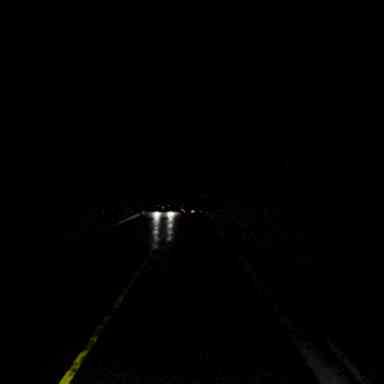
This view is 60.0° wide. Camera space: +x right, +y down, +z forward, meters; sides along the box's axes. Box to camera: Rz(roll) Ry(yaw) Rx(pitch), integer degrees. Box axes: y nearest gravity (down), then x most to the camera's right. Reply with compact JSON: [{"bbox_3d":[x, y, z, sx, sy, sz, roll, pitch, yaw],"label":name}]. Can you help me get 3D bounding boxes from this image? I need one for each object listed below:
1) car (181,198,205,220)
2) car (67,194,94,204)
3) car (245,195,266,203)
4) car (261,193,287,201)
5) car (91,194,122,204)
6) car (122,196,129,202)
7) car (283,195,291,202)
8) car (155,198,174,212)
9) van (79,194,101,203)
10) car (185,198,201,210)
[{"bbox_3d":[0.092,1.501,27.414,2.033,1.411,5.357,0,0,1],"label":"car"},{"bbox_3d":[-20.967,1.367,59.726,5.009,1.841,2.192,-1,1,0],"label":"car"},{"bbox_3d":[11.684,1.272,59.666,4.313,1.339,1.947,-1,1,0],"label":"car"},{"bbox_3d":[16.734,1.060,68.180,4.829,1.417,1.752,-1,1,0],"label":"car"},{"bbox_3d":[-15.284,1.578,59.722,4.206,1.307,1.802,-1,1,0],"label":"car"},{"bbox_3d":[-15.448,1.409,68.245,4.829,1.417,1.752,-1,1,0],"label":"car"},{"bbox_3d":[17.063,1.195,59.656,4.403,1.369,2.008,-1,1,0],"label":"car"},{"bbox_3d":[-3.041,1.423,37.727,1.837,1.490,4.892,0,0,1],"label":"car"},{"bbox_3d":[-20.960,1.279,68.252,3.998,1.788,1.690,-1,1,0],"label":"van"},{"bbox_3d":[0.100,1.459,42.997,1.994,1.385,4.181,0,0,0],"label":"car"}]
